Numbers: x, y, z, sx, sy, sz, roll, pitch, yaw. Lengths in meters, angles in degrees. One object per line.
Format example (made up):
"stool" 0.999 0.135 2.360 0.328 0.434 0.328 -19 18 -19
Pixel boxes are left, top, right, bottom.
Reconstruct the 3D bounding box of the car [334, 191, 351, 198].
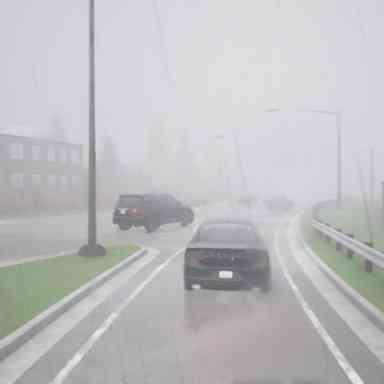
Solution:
"car" 36.224 1.004 79.908 1.994 1.385 4.181 0 0 32

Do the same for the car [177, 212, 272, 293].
"car" 0.961 1.417 8.837 1.882 1.535 5.008 0 0 7

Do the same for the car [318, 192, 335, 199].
"car" 33.060 0.967 81.453 2.128 1.511 4.902 0 0 32

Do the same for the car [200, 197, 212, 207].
"car" 0.874 1.308 43.420 1.895 1.301 4.718 0 0 32

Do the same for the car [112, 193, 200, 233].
"car" -2.067 1.094 19.092 2.150 2.045 5.566 0 1 32

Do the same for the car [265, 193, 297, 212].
"car" 9.647 1.108 35.785 2.097 1.767 4.553 0 0 25

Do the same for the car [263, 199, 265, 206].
"car" 11.683 1.241 47.420 1.994 1.385 4.181 0 0 32

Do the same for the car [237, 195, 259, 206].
"car" 8.163 1.177 48.400 1.837 1.490 4.892 0 0 32

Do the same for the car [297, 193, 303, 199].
"car" 27.141 0.944 85.191 2.128 1.511 4.902 0 0 32

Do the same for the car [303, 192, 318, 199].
"car" 30.101 0.908 83.322 1.882 1.535 5.008 0 0 32
